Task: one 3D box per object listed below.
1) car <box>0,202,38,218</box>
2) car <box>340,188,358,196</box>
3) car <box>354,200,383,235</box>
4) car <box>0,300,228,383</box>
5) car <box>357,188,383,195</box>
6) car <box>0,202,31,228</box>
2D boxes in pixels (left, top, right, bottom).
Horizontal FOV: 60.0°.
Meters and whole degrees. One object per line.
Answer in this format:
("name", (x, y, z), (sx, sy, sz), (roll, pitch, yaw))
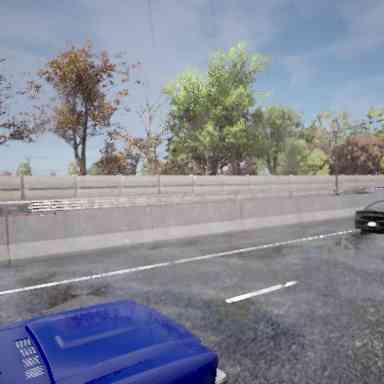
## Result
("car", (-9.142, 1.319, 14.640), (4.553, 1.767, 2.097), (-2, 1, -35))
("car", (21.812, 0.194, 44.545), (4.892, 1.490, 1.837), (-2, 1, -34))
("car", (8.917, 1.010, 14.124), (5.008, 1.535, 1.882), (-2, 1, -35))
("car", (-2.034, 1.613, 2.294), (4.718, 1.301, 1.895), (-2, 1, -35))
("car", (23.292, 0.256, 41.321), (5.357, 1.411, 2.033), (-2, 1, -34))
("car", (-13.036, 1.507, 20.465), (5.357, 1.411, 2.033), (-2, 1, -35))
